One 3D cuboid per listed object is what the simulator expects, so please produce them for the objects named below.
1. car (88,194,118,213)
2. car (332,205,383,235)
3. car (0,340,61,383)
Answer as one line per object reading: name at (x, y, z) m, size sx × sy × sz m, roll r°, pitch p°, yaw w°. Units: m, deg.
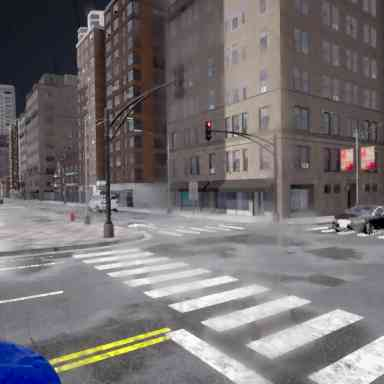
car at (-10.350, 1.305, 38.188) m, size 2.150 × 2.045 × 5.566 m, roll -1°, pitch 1°, yaw -35°
car at (9.849, 1.493, 18.696) m, size 4.902 × 1.511 × 2.128 m, roll 0°, pitch 0°, yaw -36°
car at (-3.098, 1.478, 1.238) m, size 5.008 × 1.535 × 1.882 m, roll 0°, pitch 0°, yaw -35°
